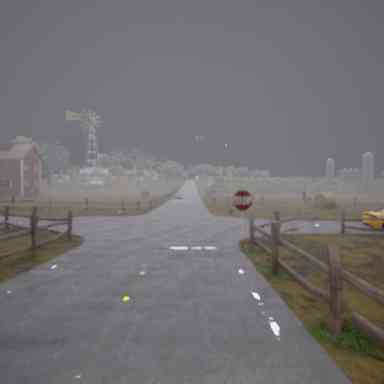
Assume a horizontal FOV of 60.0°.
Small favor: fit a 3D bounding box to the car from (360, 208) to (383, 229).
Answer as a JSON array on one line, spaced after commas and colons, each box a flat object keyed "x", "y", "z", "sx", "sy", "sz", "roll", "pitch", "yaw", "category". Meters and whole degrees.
[{"x": 13.922, "y": 1.747, "z": 22.088, "sx": 5.008, "sy": 1.535, "sz": 1.882, "roll": 1, "pitch": 2, "yaw": 0, "category": "car"}]

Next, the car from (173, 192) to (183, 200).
[{"x": -2.744, "y": 0.852, "z": 67.489, "sx": 1.837, "sy": 1.490, "sz": 4.892, "roll": 0, "pitch": 2, "yaw": 0, "category": "car"}]
